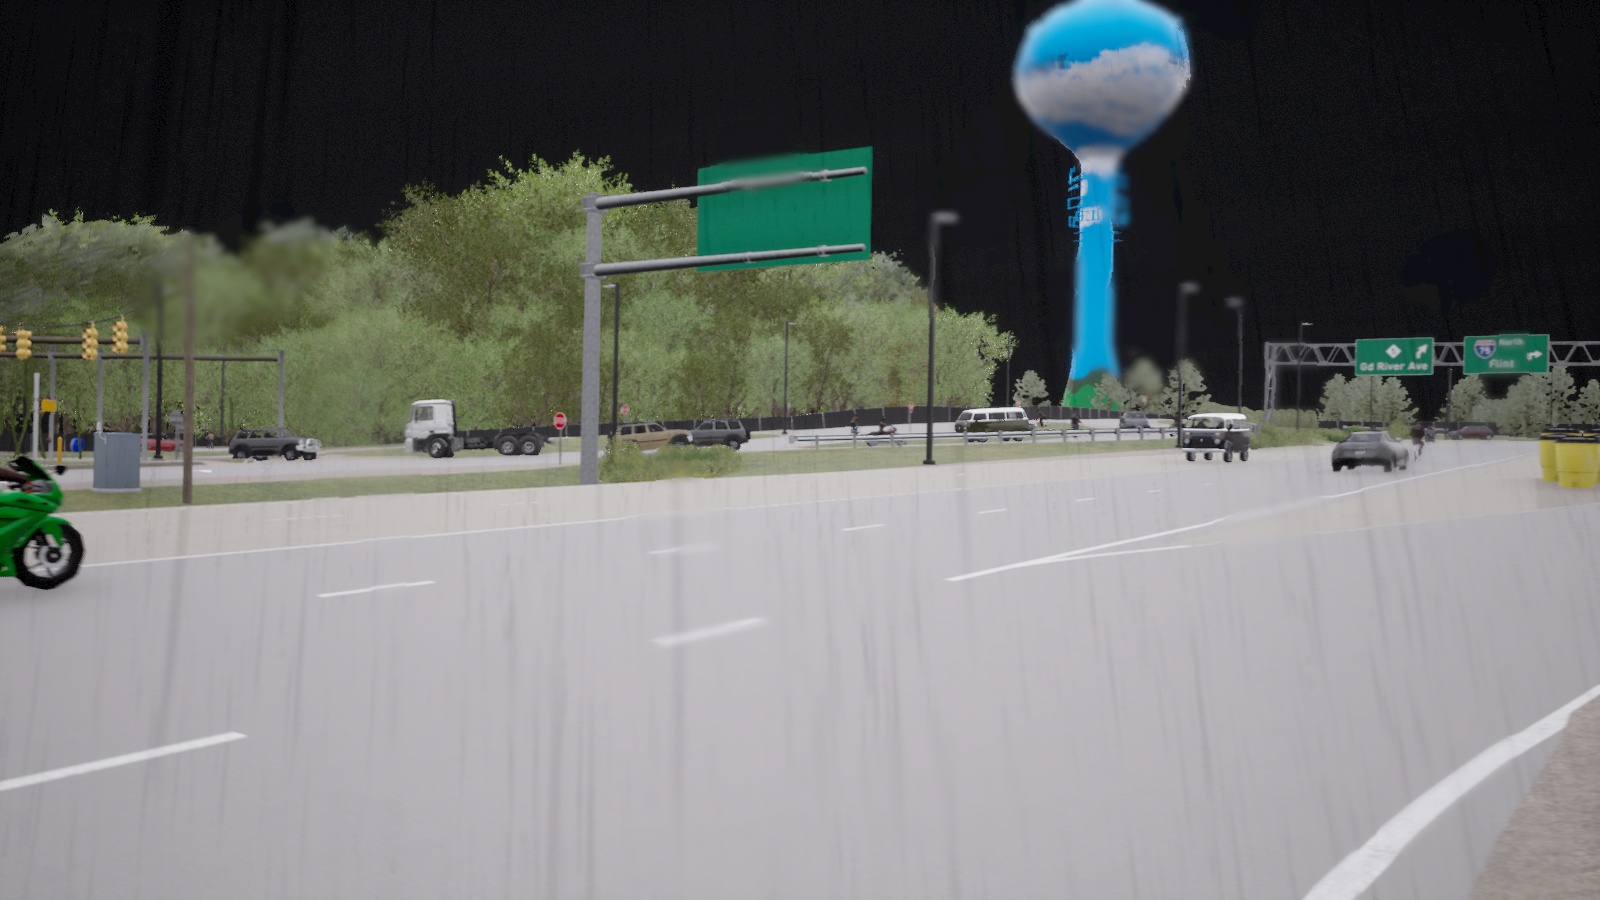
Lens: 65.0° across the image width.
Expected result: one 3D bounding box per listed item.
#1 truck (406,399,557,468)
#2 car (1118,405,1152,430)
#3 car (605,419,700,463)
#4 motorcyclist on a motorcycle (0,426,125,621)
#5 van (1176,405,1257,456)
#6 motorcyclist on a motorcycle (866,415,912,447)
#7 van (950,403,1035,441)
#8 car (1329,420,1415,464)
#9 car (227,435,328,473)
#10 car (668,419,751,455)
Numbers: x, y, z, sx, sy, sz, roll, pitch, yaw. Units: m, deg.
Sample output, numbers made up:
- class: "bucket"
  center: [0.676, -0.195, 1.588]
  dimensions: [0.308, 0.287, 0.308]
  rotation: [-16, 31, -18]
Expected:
- class: "truck"
  center: [-18.139, -0.929, 71.956]
  dimensions: [7.936, 3.462, 2.891]
  rotation: [-3, 0, -6]
- class: "car"
  center: [22.523, -2.211, 84.583]
  dimensions: [1.789, 1.549, 3.705]
  rotation: [-1, 3, 9]
- class: "car"
  center: [-7.987, -0.490, 68.056]
  dimensions: [4.605, 1.855, 1.932]
  rotation: [-7, 2, -26]
- class: "motorcyclist on a motorcycle"
  center: [-6.641, 0.577, 10.077]
  dimensions: [0.797, 1.523, 2.044]
  rotation: [1, 2, 28]
- class: "van"
  center: [17.329, -0.837, 52.101]
  dimensions: [2.069, 2.038, 4.480]
  rotation: [0, 2, 34]
- class: "motorcyclist on a motorcycle"
  center: [4.899, -1.052, 69.302]
  dimensions: [2.350, 1.649, 0.766]
  rotation: [-2, 0, -4]
- class: "van"
  center: [11.411, -1.653, 74.553]
  dimensions: [4.480, 2.038, 2.069]
  rotation: [-3, 2, -21]
- class: "car"
  center: [19.574, -0.308, 42.889]
  dimensions: [1.994, 1.385, 4.181]
  rotation: [0, 2, 34]
- class: "car"
  center: [-27.756, 0.208, 66.702]
  dimensions: [4.605, 1.855, 1.932]
  rotation: [-2, 0, 11]
- class: "car"
  center: [-5.202, -0.727, 72.610]
  dimensions: [4.605, 1.855, 1.932]
  rotation: [-3, 0, -1]
